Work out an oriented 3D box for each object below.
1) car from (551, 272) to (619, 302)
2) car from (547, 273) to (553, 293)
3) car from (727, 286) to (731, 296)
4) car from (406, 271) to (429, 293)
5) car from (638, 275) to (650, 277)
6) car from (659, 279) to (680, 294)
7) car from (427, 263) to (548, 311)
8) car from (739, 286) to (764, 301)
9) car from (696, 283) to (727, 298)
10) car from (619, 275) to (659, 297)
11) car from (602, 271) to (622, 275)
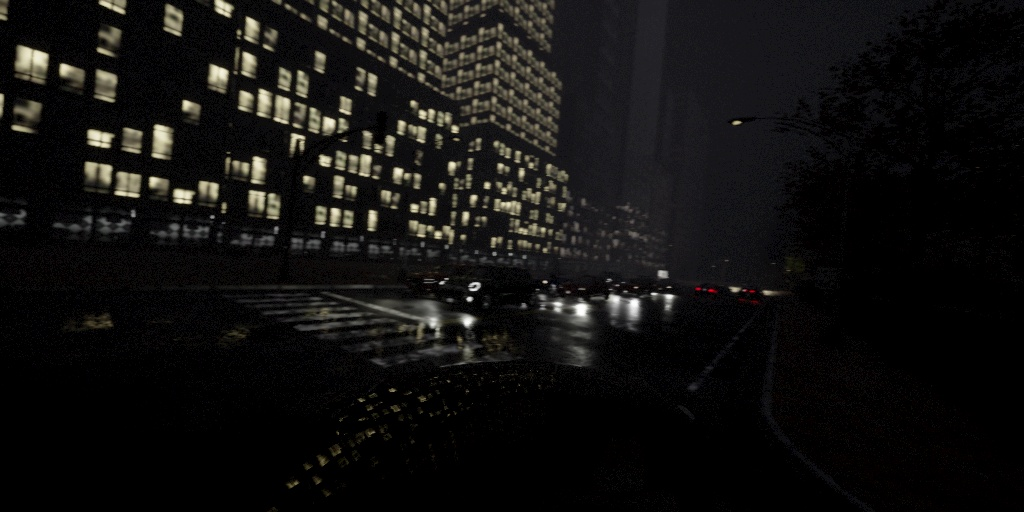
[{"bbox_3d":[4.537,1.875,21.755,1.812,1.442,4.674,5,-1,37],"label":"car"},{"bbox_3d":[2.808,1.810,24.862,1.895,1.301,4.718,5,-1,37],"label":"car"},{"bbox_3d":[26.430,4.191,45.394,1.994,1.385,4.181,5,-1,37],"label":"car"},{"bbox_3d":[-2.761,1.095,17.411,1.882,1.535,5.008,5,-1,36],"label":"car"},{"bbox_3d":[15.089,3.002,41.151,2.128,1.511,4.902,5,-1,37],"label":"car"},{"bbox_3d":[15.941,3.084,36.914,1.812,1.442,4.674,5,-1,37],"label":"car"},{"bbox_3d":[-0.827,1.131,14.576,2.097,1.767,4.553,5,-1,37],"label":"car"},{"bbox_3d":[26.733,4.106,40.228,2.128,1.511,4.902,5,-1,37],"label":"car"},{"bbox_3d":[20.740,3.570,37.719,2.033,1.411,5.357,5,-1,38],"label":"car"},{"bbox_3d":[10.000,2.529,29.043,1.895,1.301,4.718,5,-1,37],"label":"car"},{"bbox_3d":[8.863,2.201,32.891,2.097,1.767,4.553,5,-1,37],"label":"car"}]
